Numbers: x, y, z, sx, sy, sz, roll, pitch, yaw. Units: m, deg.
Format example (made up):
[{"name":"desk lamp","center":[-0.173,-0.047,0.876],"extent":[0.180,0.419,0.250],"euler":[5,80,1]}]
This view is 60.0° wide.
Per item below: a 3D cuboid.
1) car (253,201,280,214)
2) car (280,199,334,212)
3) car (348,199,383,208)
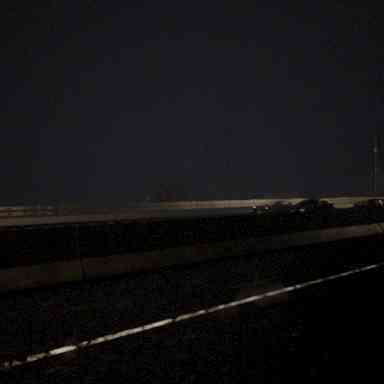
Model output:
[{"name":"car","center":[7.859,1.464,30.859],"extent":[4.718,1.301,1.895],"euler":[0,0,-35]},{"name":"car","center":[10.052,1.368,28.117],"extent":[4.892,1.490,1.837],"euler":[0,0,-35]},{"name":"car","center":[14.480,1.345,26.919],"extent":[4.902,1.511,2.128],"euler":[0,0,-35]}]
